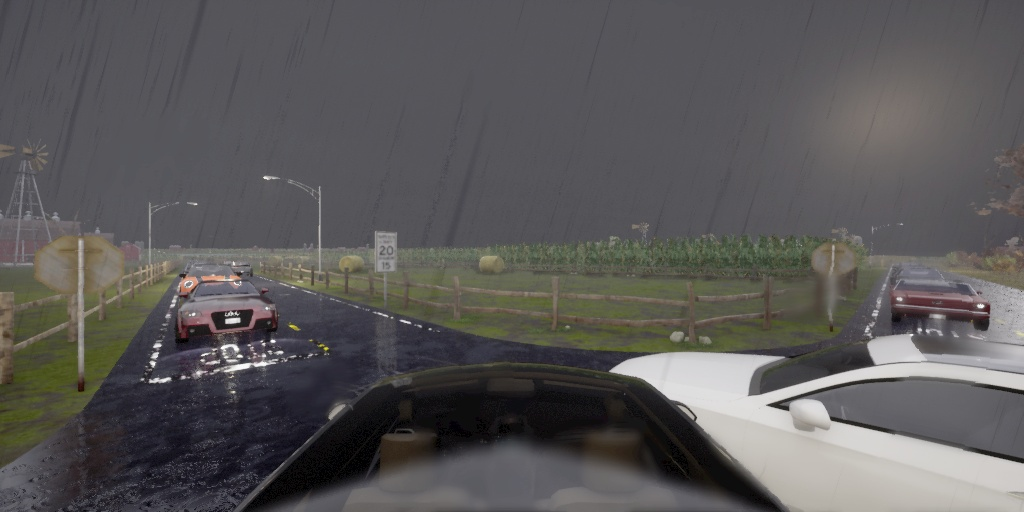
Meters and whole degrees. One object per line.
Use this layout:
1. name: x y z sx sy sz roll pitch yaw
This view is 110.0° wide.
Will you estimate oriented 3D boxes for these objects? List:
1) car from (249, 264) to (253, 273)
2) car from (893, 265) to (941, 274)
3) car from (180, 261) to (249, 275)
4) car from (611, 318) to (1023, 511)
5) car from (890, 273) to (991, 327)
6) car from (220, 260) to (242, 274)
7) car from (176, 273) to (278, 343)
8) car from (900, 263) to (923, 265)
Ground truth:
1. car: -27.070 1.284 35.631 2.128 1.511 4.902 0 0 -42
2. car: 20.551 1.365 18.075 5.357 1.411 2.033 0 1 -43
3. car: -13.757 1.141 16.435 2.097 1.767 4.553 0 0 -42
4. car: 2.833 1.294 2.405 1.812 1.442 4.674 0 1 -44
5. car: 13.490 1.399 11.494 4.718 1.301 1.895 0 1 -43
6. car: -33.809 1.306 43.072 1.837 1.490 4.892 0 0 -42
7. car: -7.965 1.355 9.966 1.994 1.385 4.181 0 0 -43
8. car: 27.290 1.403 24.346 4.181 1.385 1.994 0 1 -43
